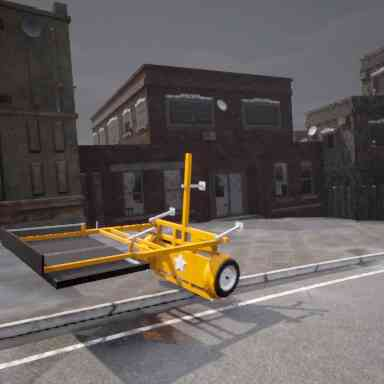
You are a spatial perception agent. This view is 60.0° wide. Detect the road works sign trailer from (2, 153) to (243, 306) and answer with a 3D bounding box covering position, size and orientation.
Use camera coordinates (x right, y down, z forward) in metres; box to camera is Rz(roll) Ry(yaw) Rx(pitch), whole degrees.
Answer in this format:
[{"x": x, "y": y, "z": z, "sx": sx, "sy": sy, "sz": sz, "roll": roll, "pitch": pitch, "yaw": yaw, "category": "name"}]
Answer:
[{"x": -1.094, "y": 0.689, "z": 5.838, "sx": 3.560, "sy": 2.880, "sz": 2.380, "roll": -2, "pitch": 7, "yaw": -43, "category": "road works sign trailer"}]
